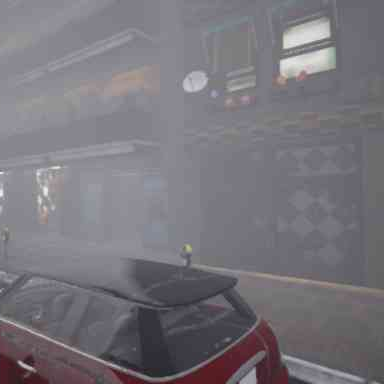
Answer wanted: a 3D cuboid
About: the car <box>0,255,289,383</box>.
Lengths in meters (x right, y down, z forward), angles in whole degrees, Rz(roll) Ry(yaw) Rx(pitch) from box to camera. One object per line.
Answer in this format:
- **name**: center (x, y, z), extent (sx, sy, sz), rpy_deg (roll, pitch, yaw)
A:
- **car**: center (-1.168, 1.425, 3.586), extent (4.097, 1.590, 1.967), rpy_deg (0, -1, 35)
